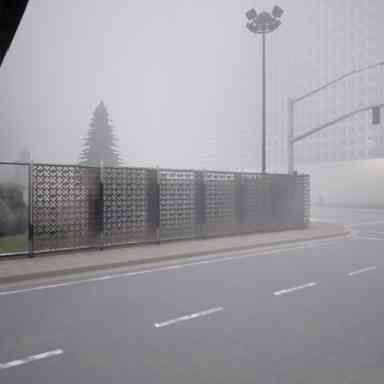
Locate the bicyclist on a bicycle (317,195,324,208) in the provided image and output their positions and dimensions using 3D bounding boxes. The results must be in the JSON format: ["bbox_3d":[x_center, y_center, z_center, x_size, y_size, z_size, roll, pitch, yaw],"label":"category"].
[{"bbox_3d":[16.570,1.231,42.818,1.656,1.620,0.582,0,0,-35],"label":"bicyclist on a bicycle"}]
